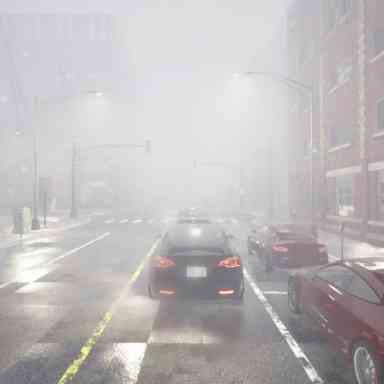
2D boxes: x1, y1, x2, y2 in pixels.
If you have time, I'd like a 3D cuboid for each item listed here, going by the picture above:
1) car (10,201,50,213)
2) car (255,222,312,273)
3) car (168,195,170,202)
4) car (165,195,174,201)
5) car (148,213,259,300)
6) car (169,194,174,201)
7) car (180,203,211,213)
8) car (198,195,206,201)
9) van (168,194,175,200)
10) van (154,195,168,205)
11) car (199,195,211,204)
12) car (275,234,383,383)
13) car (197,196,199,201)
[{"bbox_3d":[-18.790,1.730,38.711,4.313,1.339,1.947,0,-1,0],"label":"car"},{"bbox_3d":[2.816,1.585,10.372,1.802,1.307,4.206,1,0,0],"label":"car"},{"bbox_3d":[-5.812,1.602,65.300,1.802,1.307,4.206,1,0,0],"label":"car"},{"bbox_3d":[-5.858,1.582,87.909,2.008,1.369,4.403,1,0,0],"label":"car"},{"bbox_3d":[0.083,1.506,8.414,2.163,1.488,4.792,0,0,0],"label":"car"},{"bbox_3d":[-5.835,1.607,76.604,1.802,1.307,4.206,1,0,0],"label":"car"},{"bbox_3d":[0.065,1.552,17.686,2.033,1.411,5.357,0,0,-1],"label":"car"},{"bbox_3d":[2.522,1.597,87.887,1.947,1.339,4.313,1,0,0],"label":"car"},{"bbox_3d":[-5.866,1.375,93.561,1.690,1.788,3.998,1,0,0],"label":"van"},{"bbox_3d":[-5.797,1.359,59.648,1.690,1.788,3.998,1,0,0],"label":"van"},{"bbox_3d":[2.580,1.544,59.796,1.752,1.417,4.829,1,0,0],"label":"car"},{"bbox_3d":[2.658,1.583,4.716,1.802,1.307,4.206,1,0,0],"label":"car"},{"bbox_3d":[2.534,1.573,82.236,1.887,1.381,4.507,1,0,0],"label":"car"}]
